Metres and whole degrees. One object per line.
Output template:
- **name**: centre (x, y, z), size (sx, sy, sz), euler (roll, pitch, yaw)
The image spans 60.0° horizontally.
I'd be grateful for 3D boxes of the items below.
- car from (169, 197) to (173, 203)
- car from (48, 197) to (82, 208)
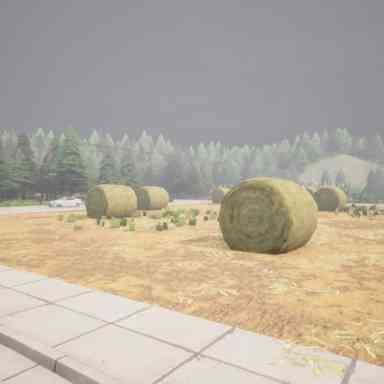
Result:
- **car**: centre (-5.656, 1.333, 60.607), size (2.033, 1.411, 5.357), euler (0, 0, 37)
- **car**: centre (-17.189, 1.384, 45.176), size (1.812, 1.442, 4.674), euler (0, 1, 36)
